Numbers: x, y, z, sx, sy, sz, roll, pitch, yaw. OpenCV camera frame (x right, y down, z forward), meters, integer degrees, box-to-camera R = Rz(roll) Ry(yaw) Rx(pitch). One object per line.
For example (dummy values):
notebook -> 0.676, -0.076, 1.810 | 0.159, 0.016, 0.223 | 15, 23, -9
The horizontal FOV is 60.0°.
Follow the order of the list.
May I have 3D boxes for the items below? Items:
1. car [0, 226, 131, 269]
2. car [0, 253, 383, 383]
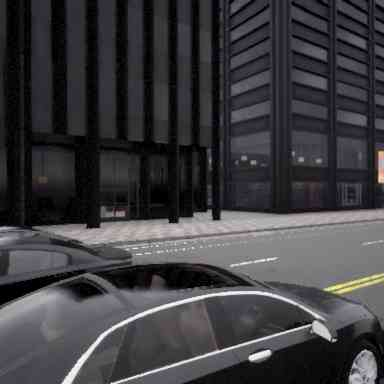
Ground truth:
car -> -3.343, 1.477, 5.224 | 5.008, 1.535, 1.882 | 0, 0, -34
car -> 0.015, 1.503, 3.318 | 4.892, 1.490, 1.837 | 0, 0, -34
